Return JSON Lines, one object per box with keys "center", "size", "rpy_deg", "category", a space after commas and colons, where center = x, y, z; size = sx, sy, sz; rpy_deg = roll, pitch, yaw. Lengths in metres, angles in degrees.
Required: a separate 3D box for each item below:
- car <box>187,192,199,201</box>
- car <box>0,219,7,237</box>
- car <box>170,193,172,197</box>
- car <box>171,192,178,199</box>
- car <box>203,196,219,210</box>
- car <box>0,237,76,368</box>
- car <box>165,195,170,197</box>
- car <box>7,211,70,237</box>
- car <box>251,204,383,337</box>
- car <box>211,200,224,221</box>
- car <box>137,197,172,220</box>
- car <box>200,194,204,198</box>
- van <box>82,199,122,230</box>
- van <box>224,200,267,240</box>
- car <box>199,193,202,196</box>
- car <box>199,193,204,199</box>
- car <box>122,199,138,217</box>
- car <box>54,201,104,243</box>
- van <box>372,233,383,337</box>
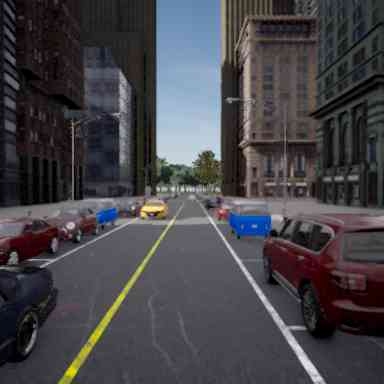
{"center": [0.010, 1.218, 69.606], "size": [1.812, 1.442, 4.674], "rpy_deg": [0, 0, 0], "category": "car"}
{"center": [-5.774, 1.307, 5.775], "size": [2.192, 1.841, 5.009], "rpy_deg": [-1, 0, 0], "category": "car"}
{"center": [-5.761, 1.424, 68.031], "size": [1.947, 1.339, 4.313], "rpy_deg": [-1, 0, 0], "category": "car"}
{"center": [-5.756, 1.331, 95.001], "size": [1.802, 1.307, 4.206], "rpy_deg": [-1, 0, 0], "category": "car"}
{"center": [2.760, 1.496, 42.014], "size": [1.947, 1.339, 4.313], "rpy_deg": [-1, 0, 0], "category": "car"}
{"center": [-3.092, 1.542, 3.152], "size": [2.033, 1.411, 5.357], "rpy_deg": [0, 0, 0], "category": "car"}
{"center": [-5.762, 1.427, 62.652], "size": [2.008, 1.369, 4.403], "rpy_deg": [-1, 0, 0], "category": "car"}
{"center": [-5.771, 1.530, 10.661], "size": [1.887, 1.381, 4.507], "rpy_deg": [-1, 0, 0], "category": "car"}
{"center": [2.777, 1.305, 6.567], "size": [2.192, 1.841, 5.009], "rpy_deg": [-1, 0, 0], "category": "car"}
{"center": [2.757, 1.541, 26.406], "size": [1.802, 1.307, 4.206], "rpy_deg": [-1, 0, 0], "category": "car"}
{"center": [-3.013, 1.435, 27.681], "size": [1.882, 1.535, 5.008], "rpy_deg": [0, 0, 0], "category": "car"}
{"center": [2.761, 1.456, 52.419], "size": [2.008, 1.369, 4.403], "rpy_deg": [-1, 0, 0], "category": "car"}
{"center": [-5.772, 1.311, 20.433], "size": [1.690, 1.788, 3.998], "rpy_deg": [-1, 0, 0], "category": "van"}
{"center": [2.790, 1.316, 16.743], "size": [1.690, 1.788, 3.998], "rpy_deg": [-1, 0, 0], "category": "van"}
{"center": [2.769, 1.272, 95.178], "size": [1.752, 1.417, 4.829], "rpy_deg": [-1, 0, 0], "category": "car"}
{"center": [2.763, 1.400, 62.995], "size": [1.752, 1.417, 4.829], "rpy_deg": [-1, 0, 0], "category": "car"}
{"center": [-5.769, 1.393, 30.384], "size": [1.967, 1.590, 4.097], "rpy_deg": [-1, 0, 0], "category": "car"}
{"center": [-5.771, 1.418, 15.547], "size": [1.967, 1.590, 4.097], "rpy_deg": [-1, 0, 0], "category": "car"}
{"center": [2.770, 1.339, 1.480], "size": [1.690, 1.788, 3.998], "rpy_deg": [-1, 0, 0], "category": "van"}
